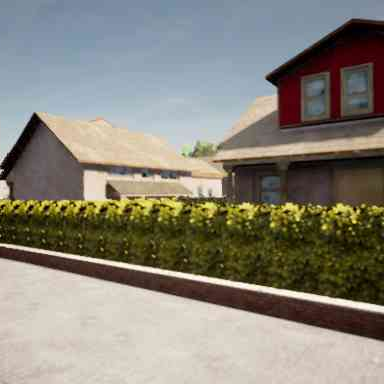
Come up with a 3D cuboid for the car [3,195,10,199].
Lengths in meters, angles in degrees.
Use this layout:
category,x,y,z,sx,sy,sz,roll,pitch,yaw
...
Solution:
category,x,y,z,sx,sy,sz,roll,pitch,yaw
car,-41.519,1.688,75.852,3.866,1.878,1.905,-1,0,35
